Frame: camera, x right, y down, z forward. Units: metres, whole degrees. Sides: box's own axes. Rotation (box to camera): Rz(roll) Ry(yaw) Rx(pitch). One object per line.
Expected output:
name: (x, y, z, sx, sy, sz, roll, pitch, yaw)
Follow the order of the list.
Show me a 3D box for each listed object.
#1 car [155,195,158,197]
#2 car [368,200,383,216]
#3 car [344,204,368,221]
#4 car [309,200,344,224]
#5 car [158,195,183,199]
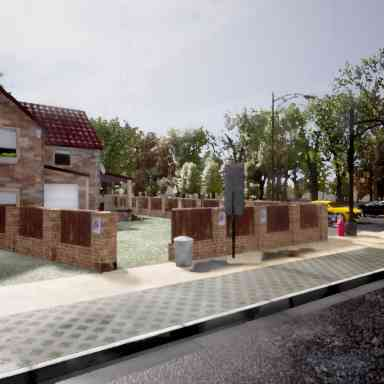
car: (-5.713, 1.279, 59.434, 1.882, 1.535, 5.008, 0, 0, -35)
car: (16.309, 1.449, 28.504, 2.128, 1.511, 4.902, 0, 0, -35)
car: (10.274, 1.423, 25.427, 1.882, 1.535, 5.008, 0, 0, -35)
car: (7.784, 1.469, 23.319, 1.812, 1.442, 4.674, 0, 0, -35)
car: (-1.933, 1.409, 42.588, 2.033, 1.411, 5.357, 0, 0, -35)
